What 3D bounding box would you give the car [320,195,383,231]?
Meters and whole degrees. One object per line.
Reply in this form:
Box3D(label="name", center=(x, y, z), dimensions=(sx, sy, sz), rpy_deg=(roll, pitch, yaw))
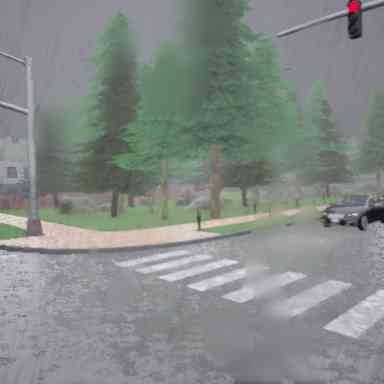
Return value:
Box3D(label="car", center=(8.065, 0.902, 16.291), dimensions=(4.902, 1.511, 2.128), rpy_deg=(-3, 2, -43))
